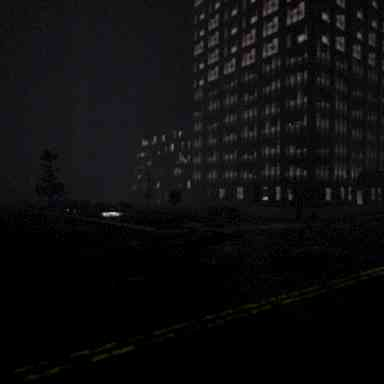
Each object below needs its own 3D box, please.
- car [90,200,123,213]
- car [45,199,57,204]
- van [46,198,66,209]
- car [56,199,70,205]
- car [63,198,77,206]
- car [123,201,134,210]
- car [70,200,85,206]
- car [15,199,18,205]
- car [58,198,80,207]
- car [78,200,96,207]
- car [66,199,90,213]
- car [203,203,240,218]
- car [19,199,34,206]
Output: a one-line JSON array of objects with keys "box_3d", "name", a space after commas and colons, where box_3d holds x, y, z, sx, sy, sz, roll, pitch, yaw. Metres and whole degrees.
[{"box_3d": [-10.879, 1.863, 42.003, 1.994, 1.385, 4.181, 1, -1, -36], "name": "car"}, {"box_3d": [-37.207, 2.460, 87.725, 1.947, 1.339, 4.313, 0, -1, -36], "name": "car"}, {"box_3d": [-20.635, 1.732, 50.917, 1.690, 1.788, 3.998, 0, -1, -36], "name": "van"}, {"box_3d": [-30.539, 2.350, 78.620, 1.947, 1.339, 4.313, 0, -1, -36], "name": "car"}, {"box_3d": [-27.205, 2.170, 74.070, 1.967, 1.590, 4.097, 0, -1, -36], "name": "car"}, {"box_3d": [-10.535, 2.019, 51.308, 1.947, 1.339, 4.313, 0, -1, -36], "name": "car"}, {"box_3d": [-23.871, 2.257, 69.516, 1.802, 1.307, 4.206, 0, -1, -36], "name": "car"}, {"box_3d": [-40.633, 2.287, 78.220, 1.947, 1.339, 4.313, 0, -1, -36], "name": "car"}, {"box_3d": [-20.449, 1.705, 55.236, 2.128, 1.511, 4.902, 1, -1, -36], "name": "car"}, {"box_3d": [-20.537, 2.186, 64.965, 1.947, 1.339, 4.313, 0, -1, -36], "name": "car"}, {"box_3d": [-13.968, 1.719, 41.814, 1.967, 1.590, 4.097, 0, -1, -36], "name": "car"}, {"box_3d": [2.904, 1.781, 33.178, 2.008, 1.369, 4.403, 0, -1, -36], "name": "car"}, {"box_3d": [-33.966, 2.193, 69.119, 1.802, 1.307, 4.206, 0, -1, -36], "name": "car"}]
